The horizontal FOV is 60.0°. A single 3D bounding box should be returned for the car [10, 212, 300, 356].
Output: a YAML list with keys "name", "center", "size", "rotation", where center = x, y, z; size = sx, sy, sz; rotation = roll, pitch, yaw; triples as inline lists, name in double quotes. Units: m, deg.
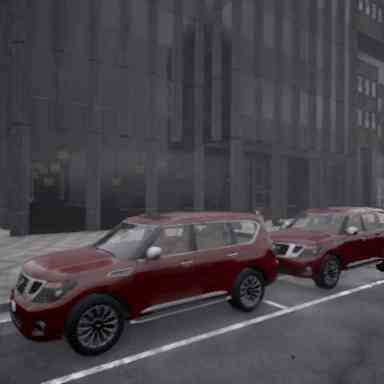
- name: "car"
  center: [-0.524, 1.340, 6.271]
  size: [5.009, 1.841, 2.192]
  rotation: [1, 0, -35]

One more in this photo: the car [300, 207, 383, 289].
- name: "car"
  center: [4.043, 1.383, 9.527]
  size: [5.009, 1.841, 2.192]
  rotation: [1, 0, -35]
